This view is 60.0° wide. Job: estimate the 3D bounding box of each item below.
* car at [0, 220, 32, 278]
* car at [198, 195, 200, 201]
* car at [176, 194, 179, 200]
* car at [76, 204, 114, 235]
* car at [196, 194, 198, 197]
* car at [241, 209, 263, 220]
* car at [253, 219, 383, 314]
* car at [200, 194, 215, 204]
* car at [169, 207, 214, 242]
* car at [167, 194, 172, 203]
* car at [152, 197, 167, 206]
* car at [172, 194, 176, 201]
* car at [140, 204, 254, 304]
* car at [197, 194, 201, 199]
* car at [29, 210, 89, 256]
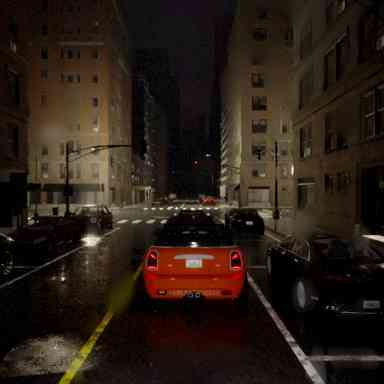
[{"bbox_3d":[-5.678,1.565,7.450,1.947,1.339,4.313,0,0,0],"label":"car"},{"bbox_3d":[2.829,1.606,66.371,2.008,1.369,4.403,0,0,0],"label":"car"},{"bbox_3d":[-5.682,1.455,93.416,2.192,1.841,5.009,0,0,0],"label":"car"},{"bbox_3d":[-5.692,1.440,18.453,1.967,1.590,4.097,0,0,0],"label":"car"},{"bbox_3d":[2.840,1.559,88.007,1.967,1.590,4.097,0,0,0],"label":"car"},{"bbox_3d":[2.834,1.566,18.463,1.947,1.339,4.313,0,0,0],"label":"car"},{"bbox_3d":[2.847,1.550,7.460,2.008,1.369,4.403,0,0,0],"label":"car"},{"bbox_3d":[2.822,1.475,55.553,1.967,1.590,4.097,0,0,0],"label":"car"},{"bbox_3d":[-0.016,1.564,16.975,1.994,1.385,4.181,0,0,0],"label":"car"},{"bbox_3d":[-5.696,1.606,66.372,2.008,1.369,4.403,0,0,0],"label":"car"},{"bbox_3d":[-5.703,1.617,55.556,1.802,1.307,4.206,0,0,0],"label":"car"},{"bbox_3d":[-5.687,1.625,82.428,1.752,1.417,4.829,0,0,0],"label":"car"},{"bbox_3d":[0.053,1.352,8.322,2.097,1.767,4.553,0,0,0],"label":"car"},{"bbox_3d":[2.834,1.523,77.189,1.967,1.590,4.097,0,0,0],"label":"car"},{"bbox_3d":[-5.685,1.582,12.951,1.802,1.307,4.206,0,0,0],"label":"car"}]
